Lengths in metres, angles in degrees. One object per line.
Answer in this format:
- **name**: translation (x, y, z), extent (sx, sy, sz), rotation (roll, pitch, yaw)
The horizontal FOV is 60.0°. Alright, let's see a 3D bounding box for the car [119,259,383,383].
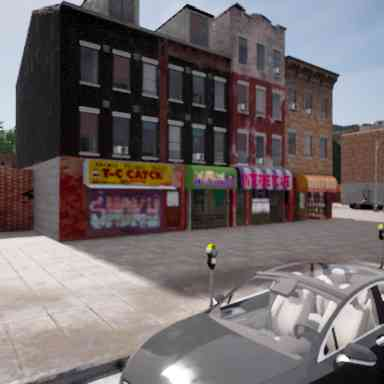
- **car**: translation (1.353, 1.551, 3.760), extent (4.403, 1.369, 2.008), rotation (0, 0, -35)

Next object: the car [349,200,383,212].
- **car**: translation (19.692, 1.504, 35.893), extent (1.895, 1.301, 4.718), rotation (0, 0, -36)
